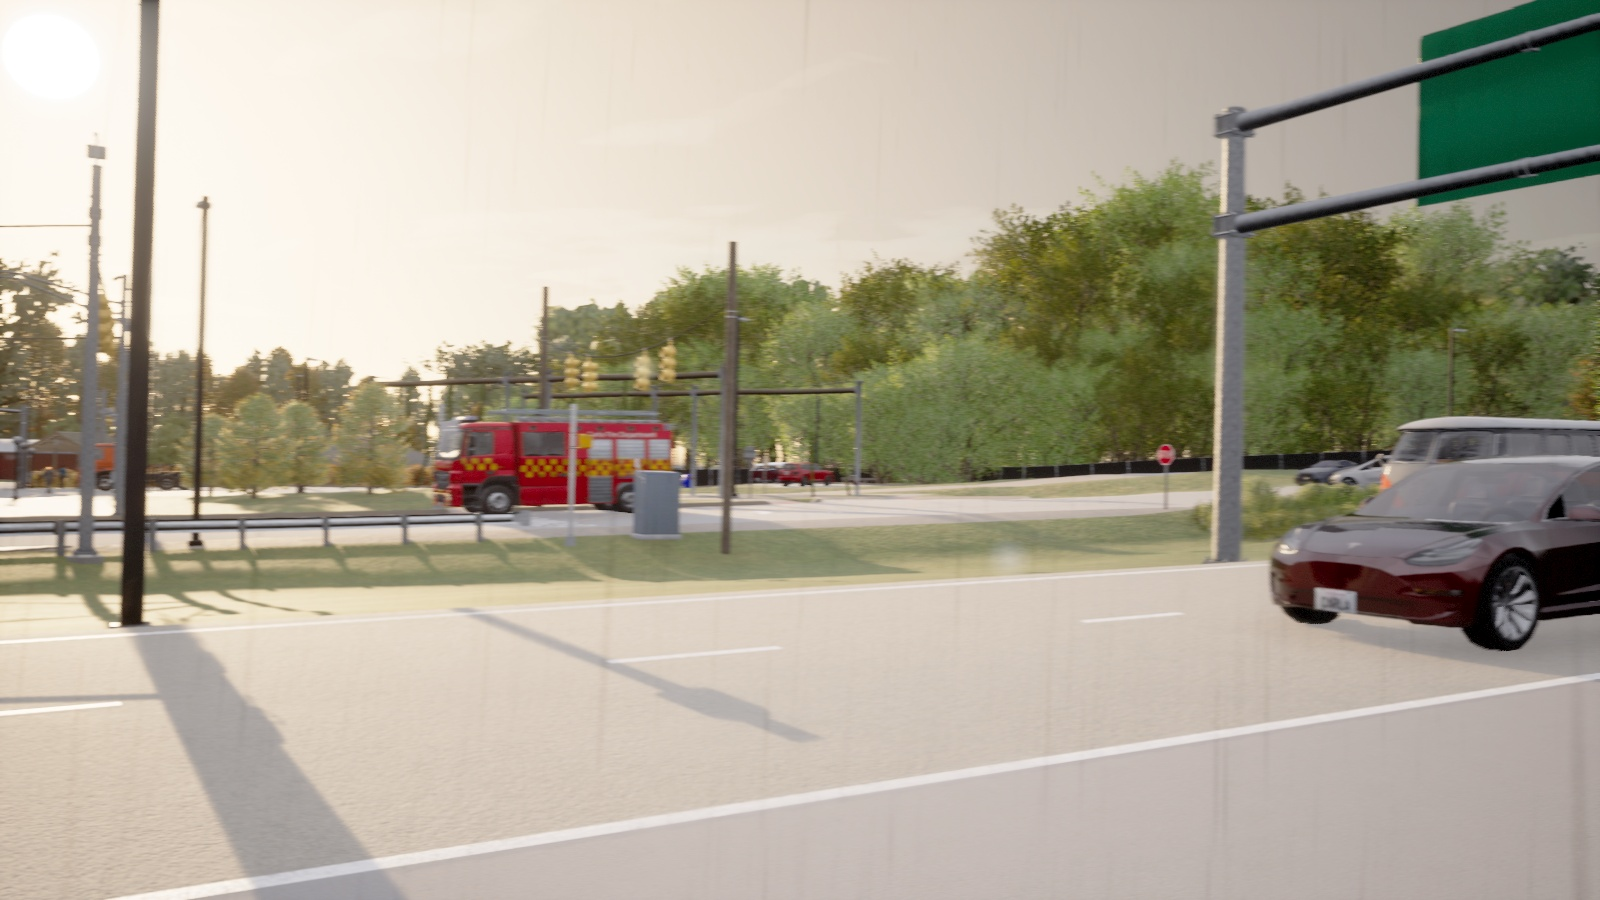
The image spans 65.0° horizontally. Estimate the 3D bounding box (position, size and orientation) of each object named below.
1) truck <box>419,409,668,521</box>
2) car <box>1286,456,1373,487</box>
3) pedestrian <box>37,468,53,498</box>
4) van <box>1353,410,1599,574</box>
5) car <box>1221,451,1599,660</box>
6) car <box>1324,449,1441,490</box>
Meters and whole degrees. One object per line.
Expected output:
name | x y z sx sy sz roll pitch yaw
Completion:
truck | -9.356 0.493 46.250 8.468 3.827 2.891 0 0 -30
car | 27.744 1.096 65.800 4.181 1.385 1.994 -3 1 -29
pedestrian | -49.984 2.181 83.134 0.873 1.952 0.659 0 -1 41
van | 9.761 0.515 17.117 4.442 1.987 1.775 0 0 -30
car | 6.253 0.755 11.079 4.792 1.488 2.163 0 0 -30
car | 25.993 0.898 56.121 4.611 1.667 2.242 -3 -2 25
